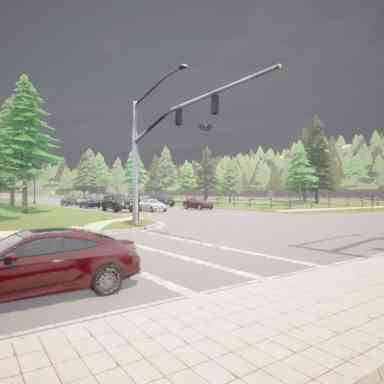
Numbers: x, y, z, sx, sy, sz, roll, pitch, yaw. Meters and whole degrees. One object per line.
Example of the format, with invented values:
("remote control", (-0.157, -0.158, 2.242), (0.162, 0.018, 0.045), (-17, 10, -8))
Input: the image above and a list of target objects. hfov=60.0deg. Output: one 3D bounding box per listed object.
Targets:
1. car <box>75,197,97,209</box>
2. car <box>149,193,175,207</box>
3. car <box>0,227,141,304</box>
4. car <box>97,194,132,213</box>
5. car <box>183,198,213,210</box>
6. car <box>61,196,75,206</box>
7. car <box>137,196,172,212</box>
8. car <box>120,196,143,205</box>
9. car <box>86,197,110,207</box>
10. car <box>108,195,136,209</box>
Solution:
("car", (-14.132, 1.601, 45.813), (1.895, 1.301, 4.718), (0, 0, -35))
("car", (-4.826, 1.221, 50.831), (2.150, 2.045, 5.566), (0, 0, -35))
("car", (-3.362, 1.525, 7.104), (4.674, 1.442, 1.812), (0, 0, -35))
("car", (-8.506, 1.221, 37.825), (2.150, 2.045, 5.566), (0, 0, -36))
("car", (0.750, 1.478, 42.900), (1.882, 1.535, 5.008), (0, 0, -35))
("car", (-20.055, 1.505, 54.266), (1.837, 1.490, 4.892), (0, 0, -35))
("car", (-4.637, 1.526, 38.424), (1.812, 1.442, 4.674), (0, 0, -35))
("car", (-10.950, 1.547, 59.594), (2.033, 1.411, 5.357), (0, 0, -35))
("car", (-15.147, 1.547, 53.353), (2.033, 1.411, 5.357), (0, 0, -35))
("car", (-9.691, 1.352, 45.582), (2.097, 1.767, 4.553), (0, 0, -35))
